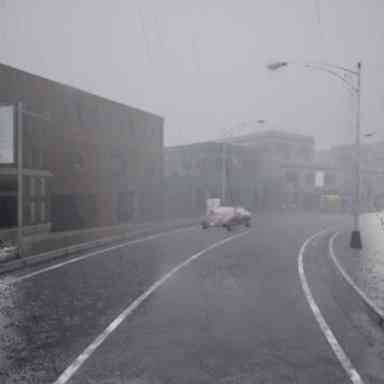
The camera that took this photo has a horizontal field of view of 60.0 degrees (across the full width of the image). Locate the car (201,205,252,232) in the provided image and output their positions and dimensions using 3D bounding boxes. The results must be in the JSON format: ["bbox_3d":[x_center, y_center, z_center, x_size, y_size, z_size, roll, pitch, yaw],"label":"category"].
[{"bbox_3d":[2.276,1.564,20.736,1.812,1.442,4.674,1,0,30],"label":"car"}]
